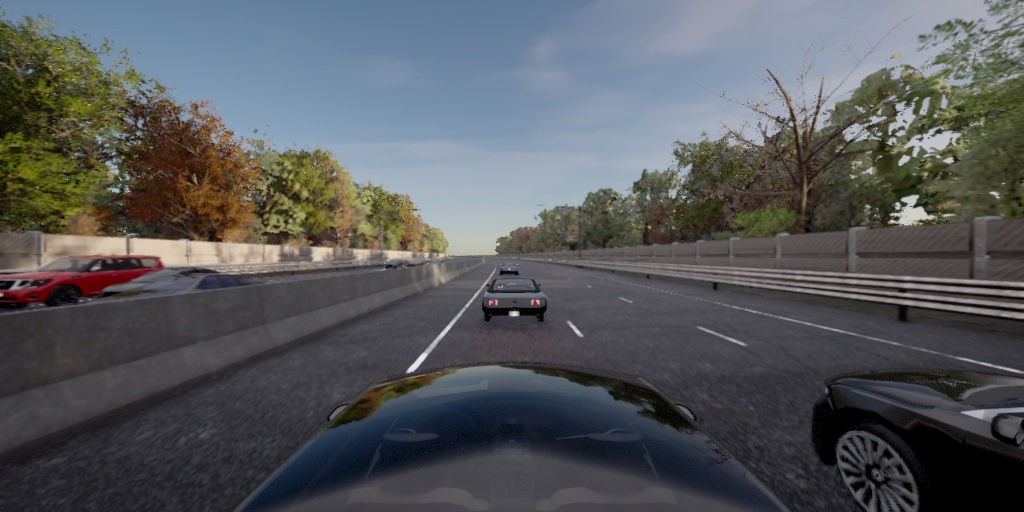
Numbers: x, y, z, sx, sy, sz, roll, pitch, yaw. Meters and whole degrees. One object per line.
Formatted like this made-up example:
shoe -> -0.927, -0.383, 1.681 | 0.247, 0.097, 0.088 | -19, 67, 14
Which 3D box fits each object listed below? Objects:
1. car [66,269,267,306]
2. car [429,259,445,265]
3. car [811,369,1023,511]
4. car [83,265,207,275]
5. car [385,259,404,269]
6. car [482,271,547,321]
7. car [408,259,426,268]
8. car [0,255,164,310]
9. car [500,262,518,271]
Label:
car -> -10.642, 1.303, 12.089 | 2.033, 1.411, 5.357 | 0, 0, 0
car -> -11.390, 1.272, 54.829 | 1.837, 1.490, 4.892 | 0, 0, -1
car -> 3.592, 1.240, 1.194 | 2.128, 1.511, 4.902 | 0, 0, 0
car -> -14.167, 1.262, 15.106 | 1.837, 1.490, 4.892 | 0, 0, 0
car -> -18.444, 1.271, 56.536 | 1.837, 1.490, 4.892 | 0, 0, -1
car -> 0.054, 1.355, 12.421 | 1.895, 1.301, 4.718 | 0, 0, 0
car -> -14.948, 1.245, 56.657 | 1.882, 1.535, 5.008 | 0, 0, -1
car -> -17.665, 0.979, 15.086 | 2.150, 2.045, 5.566 | 0, 0, 0
car -> -0.325, 1.328, 39.155 | 1.994, 1.385, 4.181 | 0, 0, -1
